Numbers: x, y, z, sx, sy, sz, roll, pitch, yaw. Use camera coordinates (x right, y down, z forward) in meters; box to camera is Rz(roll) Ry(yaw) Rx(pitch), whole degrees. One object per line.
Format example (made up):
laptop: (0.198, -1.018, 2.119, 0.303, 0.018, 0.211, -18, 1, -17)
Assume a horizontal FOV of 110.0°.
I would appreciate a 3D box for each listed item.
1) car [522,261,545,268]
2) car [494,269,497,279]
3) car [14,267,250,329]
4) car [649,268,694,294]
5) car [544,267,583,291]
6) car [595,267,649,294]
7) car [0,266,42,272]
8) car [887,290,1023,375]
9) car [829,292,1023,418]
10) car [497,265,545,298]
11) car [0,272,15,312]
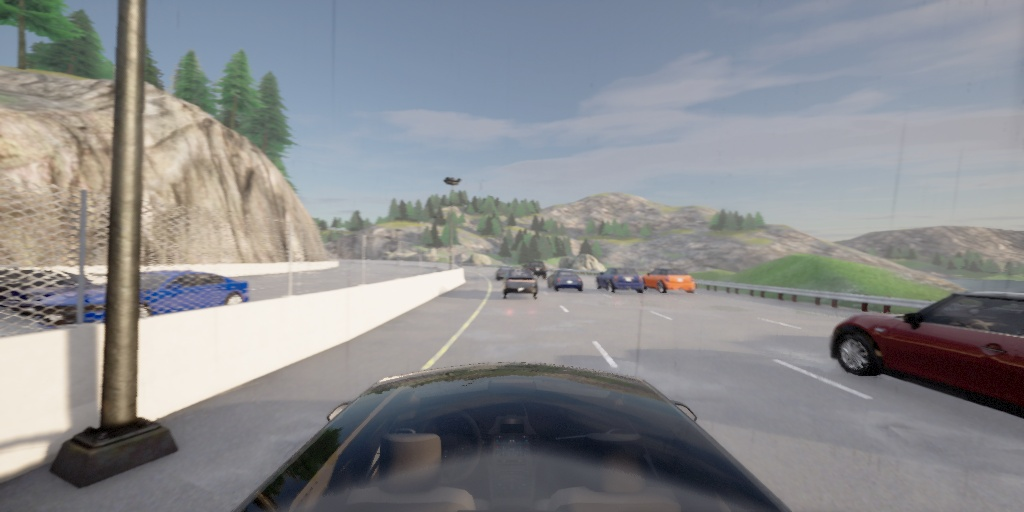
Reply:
car: (2.378, 1.536, 40.615, 2.150, 2.045, 5.566, 1, 0, -7)
car: (-0.713, 1.769, 36.733, 1.994, 1.385, 4.181, 1, -1, -6)
car: (-10.326, 1.161, 10.689, 1.882, 1.535, 5.008, 1, -1, 2)
car: (10.726, 1.608, 25.178, 2.097, 1.767, 4.553, 1, -1, -2)
car: (3.693, 1.697, 25.463, 1.994, 1.385, 4.181, 1, -1, -2)
car: (7.250, 1.539, 24.664, 2.097, 1.767, 4.553, 1, -1, -2)
car: (-17.288, 1.079, 11.910, 1.837, 1.490, 4.892, 1, -1, 1)
car: (10.729, 1.581, 7.251, 1.994, 1.385, 4.181, 1, -1, 3)
car: (7.120, 1.274, 5.029, 2.097, 1.767, 4.553, 1, -1, 4)
car: (0.399, 1.498, 20.357, 2.128, 1.511, 4.902, 1, -1, -1)
car: (-13.752, 1.246, 12.465, 1.895, 1.301, 4.718, 1, -1, 1)
